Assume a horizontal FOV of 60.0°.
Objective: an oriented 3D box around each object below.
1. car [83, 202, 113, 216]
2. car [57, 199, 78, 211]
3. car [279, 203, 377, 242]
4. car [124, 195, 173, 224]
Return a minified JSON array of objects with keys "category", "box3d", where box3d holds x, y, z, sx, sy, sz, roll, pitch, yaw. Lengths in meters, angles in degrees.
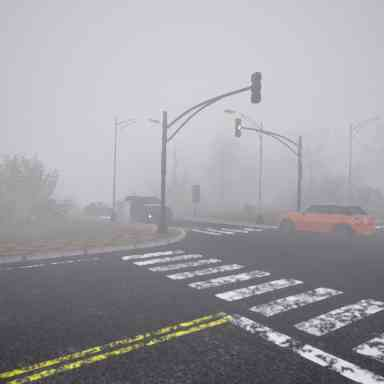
[{"category":"car","box3d":[-9.495,1.699,33.779,1.994,1.385,4.181,2,-2,-37]},{"category":"car","box3d":[-16.478,1.689,43.737,1.882,1.535,5.008,2,-2,-34]},{"category":"car","box3d":[6.652,1.372,16.870,2.097,1.767,4.553,0,0,-37]},{"category":"car","box3d":[-3.606,1.300,25.818,2.150,2.045,5.566,2,-2,-35]}]
